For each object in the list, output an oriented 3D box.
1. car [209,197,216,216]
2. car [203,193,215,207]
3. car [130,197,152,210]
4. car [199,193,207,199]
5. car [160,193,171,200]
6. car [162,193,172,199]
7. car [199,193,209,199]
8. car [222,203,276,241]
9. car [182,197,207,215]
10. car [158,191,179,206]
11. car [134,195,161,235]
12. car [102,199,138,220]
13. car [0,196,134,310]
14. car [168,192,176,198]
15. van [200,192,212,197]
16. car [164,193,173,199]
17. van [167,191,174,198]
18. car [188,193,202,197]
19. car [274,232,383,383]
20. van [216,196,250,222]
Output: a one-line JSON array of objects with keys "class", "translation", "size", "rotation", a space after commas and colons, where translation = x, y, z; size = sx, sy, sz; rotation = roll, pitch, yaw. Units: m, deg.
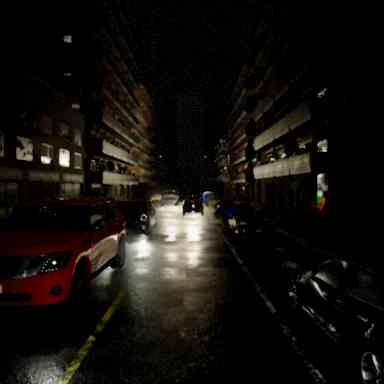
[{"class": "car", "translation": [2.689, 1.348, 26.679], "size": [1.947, 1.339, 4.313], "rotation": [0, 0, 0]}, {"class": "car", "translation": [2.691, 1.175, 43.418], "size": [1.752, 1.417, 4.829], "rotation": [-1, 0, 0]}, {"class": "car", "translation": [-5.690, 1.276, 37.740], "size": [1.802, 1.307, 4.206], "rotation": [0, 0, 0]}, {"class": "car", "translation": [2.699, 0.906, 81.911], "size": [2.008, 1.369, 4.403], "rotation": [-1, 0, 0]}, {"class": "car", "translation": [-5.683, 1.005, 70.879], "size": [1.947, 1.339, 4.313], "rotation": [0, 0, 0]}, {"class": "car", "translation": [-5.682, 0.942, 76.403], "size": [1.887, 1.381, 4.507], "rotation": [0, 0, 0]}, {"class": "car", "translation": [2.698, 0.948, 76.388], "size": [2.008, 1.369, 4.403], "rotation": [-1, 0, 0]}, {"class": "car", "translation": [2.686, 1.416, 15.632], "size": [1.887, 1.381, 4.507], "rotation": [0, 0, 0]}, {"class": "car", "translation": [0.110, 1.356, 30.065], "size": [1.895, 1.301, 4.718], "rotation": [0, 0, 0]}, {"class": "car", "translation": [-2.993, 0.842, 45.284], "size": [2.150, 2.045, 5.566], "rotation": [0, 0, 0]}, {"class": "car", "translation": [-3.079, 1.206, 17.770], "size": [2.097, 1.767, 4.553], "rotation": [0, 0, 0]}, {"class": "car", "translation": [-5.693, 1.327, 26.693], "size": [1.887, 1.381, 4.507], "rotation": [0, 0, 0]}, {"class": "car", "translation": [-3.080, 1.155, 8.010], "size": [2.150, 2.045, 5.566], "rotation": [0, 0, 1]}, {"class": "car", "translation": [-5.680, 0.714, 92.972], "size": [1.967, 1.590, 4.097], "rotation": [-1, 0, 0]}, {"class": "van", "translation": [2.692, 0.907, 54.294], "size": [1.690, 1.788, 3.998], "rotation": [-1, 0, 0]}, {"class": "car", "translation": [-5.682, 0.900, 81.927], "size": [1.887, 1.381, 4.507], "rotation": [0, 0, 0]}, {"class": "van", "translation": [-5.682, 0.656, 87.448], "size": [1.690, 1.788, 3.998], "rotation": [-1, 0, 0]}, {"class": "car", "translation": [0.069, 1.152, 46.378], "size": [1.812, 1.442, 4.674], "rotation": [0, 1, 0]}, {"class": "car", "translation": [2.684, 1.527, 4.586], "size": [1.947, 1.339, 4.313], "rotation": [0, 0, 0]}, {"class": "van", "translation": [2.686, 1.168, 21.154], "size": [1.690, 1.788, 3.998], "rotation": [0, 0, 0]}]
